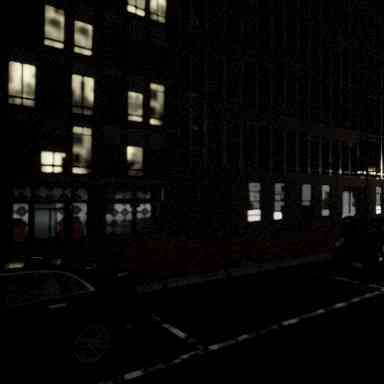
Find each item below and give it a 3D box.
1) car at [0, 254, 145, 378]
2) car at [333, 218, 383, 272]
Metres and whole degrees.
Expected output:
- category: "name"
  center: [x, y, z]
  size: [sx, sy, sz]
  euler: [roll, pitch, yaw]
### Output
- category: "car"
  center: [-2.743, 1.552, 4.144]
  size: [4.403, 1.369, 2.008]
  euler: [1, -1, -36]
- category: "car"
  center: [6.308, 1.554, 10.601]
  size: [4.097, 1.590, 1.967]
  euler: [1, -1, -36]
